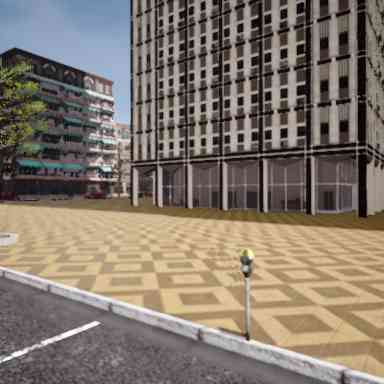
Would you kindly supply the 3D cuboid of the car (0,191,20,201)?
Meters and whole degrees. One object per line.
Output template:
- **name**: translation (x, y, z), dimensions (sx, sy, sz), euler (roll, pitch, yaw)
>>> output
- **car**: translation (-28.199, 0.621, 50.087), dimensions (1.967, 1.590, 4.097), euler (0, 1, 36)

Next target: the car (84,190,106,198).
- **car**: translation (-18.473, 0.498, 63.518), dimensions (1.967, 1.590, 4.097), euler (0, 1, 36)

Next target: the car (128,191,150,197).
- **car**: translation (-11.989, 0.530, 72.473), dimensions (2.008, 1.369, 4.403), euler (0, 1, 36)

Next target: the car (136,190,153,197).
- **car**: translation (-12.293, 0.375, 86.341), dimensions (1.967, 1.590, 4.097), euler (0, 1, 36)

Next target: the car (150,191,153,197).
- **car**: translation (-8.747, 0.486, 76.950), dimensions (1.887, 1.381, 4.507), euler (0, 1, 36)
